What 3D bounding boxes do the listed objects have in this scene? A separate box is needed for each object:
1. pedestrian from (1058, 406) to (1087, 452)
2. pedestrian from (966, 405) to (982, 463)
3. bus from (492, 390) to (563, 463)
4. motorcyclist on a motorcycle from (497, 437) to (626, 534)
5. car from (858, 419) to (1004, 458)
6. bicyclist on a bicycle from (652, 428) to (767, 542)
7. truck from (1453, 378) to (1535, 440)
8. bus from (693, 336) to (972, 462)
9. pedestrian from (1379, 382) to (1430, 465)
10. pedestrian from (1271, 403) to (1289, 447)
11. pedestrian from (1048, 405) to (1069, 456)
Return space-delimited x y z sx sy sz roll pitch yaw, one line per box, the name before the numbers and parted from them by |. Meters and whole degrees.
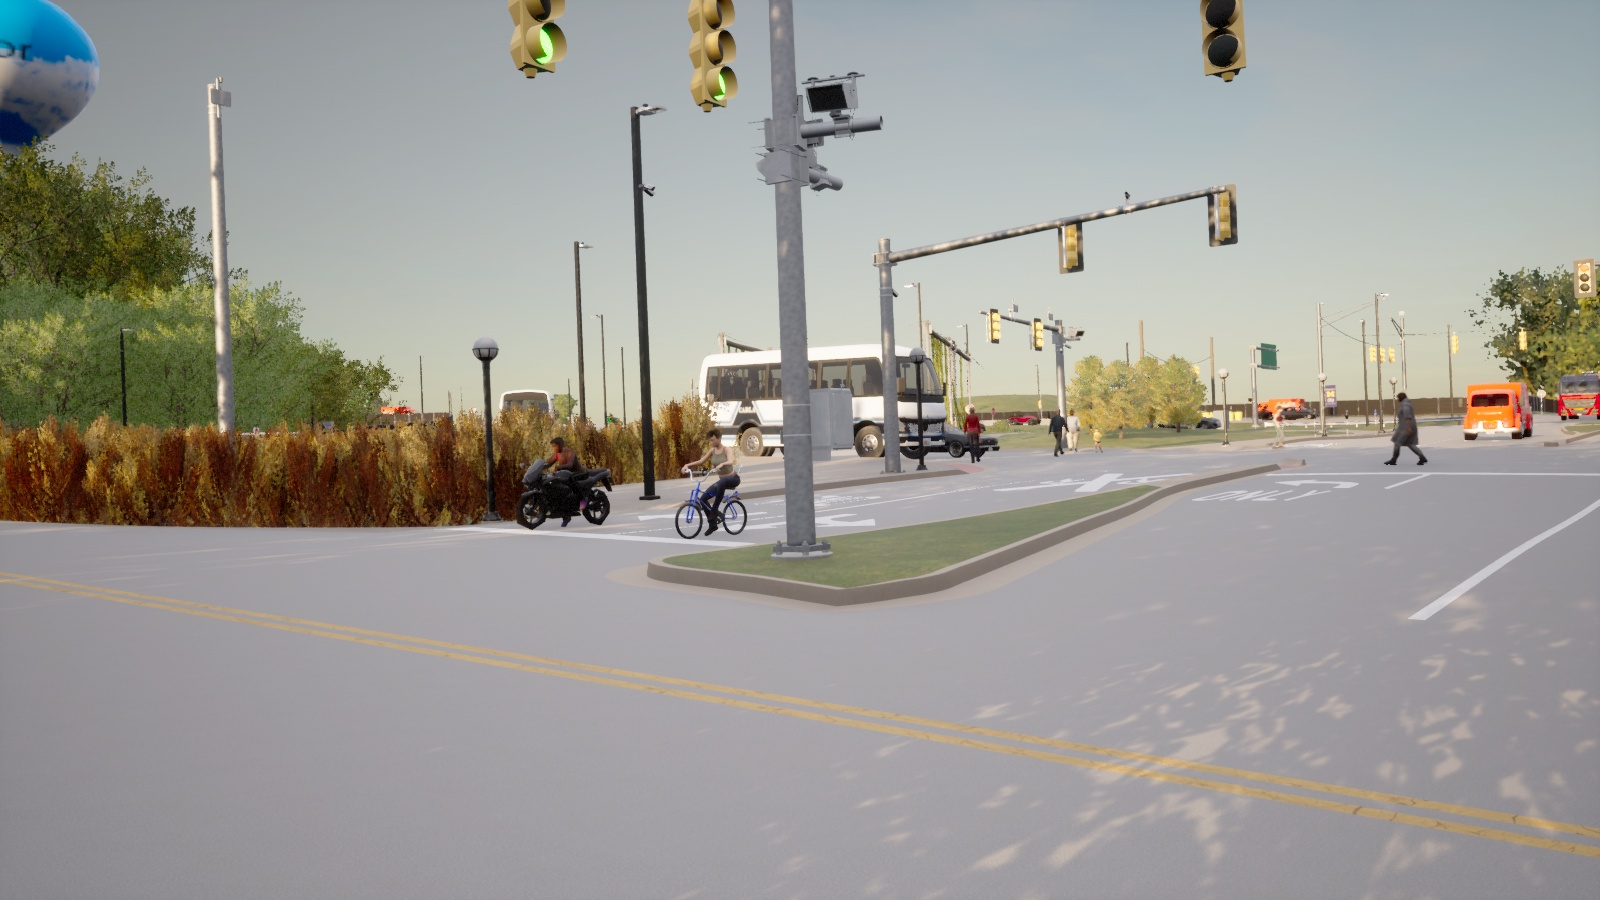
pedestrian | 11.410 -0.874 52.590 0.874 1.855 0.900 -3 0 29
pedestrian | 5.603 -0.519 40.430 0.331 1.846 0.636 -2 0 18
bus | -17.478 -1.628 81.159 3.944 4.253 10.273 -2 2 -10
motorcyclist on a motorcycle | -3.958 0.559 20.984 0.797 1.523 2.044 -1 0 39
car | 5.070 -0.435 49.106 5.357 1.411 2.033 0 1 37
bicyclist on a bicycle | -1.327 0.498 18.665 0.866 1.612 1.509 -1 0 41
truck | 30.520 -1.833 55.122 2.627 2.467 5.204 -2 2 34
bus | 1.028 -1.754 47.453 10.273 4.253 3.944 0 1 41
pedestrian | 14.611 -0.630 30.345 0.873 1.952 0.659 -3 0 45
pedestrian | 20.304 -1.065 53.143 0.594 1.836 0.345 -3 0 34
pedestrian | 9.492 -0.712 46.074 0.402 1.842 0.726 -3 0 35
